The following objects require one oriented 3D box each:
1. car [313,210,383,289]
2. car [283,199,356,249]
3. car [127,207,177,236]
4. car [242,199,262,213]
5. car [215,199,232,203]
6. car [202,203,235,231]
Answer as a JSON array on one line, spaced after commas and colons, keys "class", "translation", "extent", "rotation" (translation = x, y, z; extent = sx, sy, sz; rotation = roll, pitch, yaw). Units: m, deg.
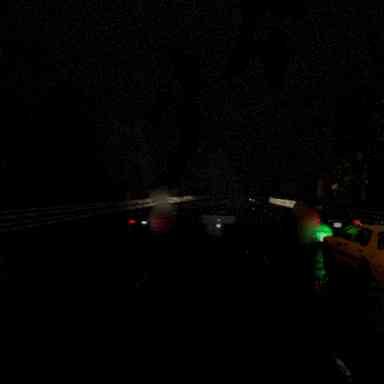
[{"class": "car", "translation": [5.144, 1.538, 9.260], "extent": [1.801, 1.575, 5.366], "rotation": [1, 0, 5]}, {"class": "car", "translation": [5.629, 1.316, 15.005], "extent": [2.150, 2.045, 5.566], "rotation": [1, 0, 5]}, {"class": "car", "translation": [-2.048, 1.509, 18.316], "extent": [2.033, 1.411, 5.357], "rotation": [1, 0, 5]}, {"class": "car", "translation": [7.036, 1.646, 38.571], "extent": [1.812, 1.442, 4.674], "rotation": [1, 0, 7]}, {"class": "car", "translation": [3.635, 1.588, 38.937], "extent": [1.812, 1.442, 4.674], "rotation": [1, 0, 7]}, {"class": "car", "translation": [1.729, 1.626, 21.082], "extent": [1.895, 1.301, 4.718], "rotation": [1, 0, 5]}]
